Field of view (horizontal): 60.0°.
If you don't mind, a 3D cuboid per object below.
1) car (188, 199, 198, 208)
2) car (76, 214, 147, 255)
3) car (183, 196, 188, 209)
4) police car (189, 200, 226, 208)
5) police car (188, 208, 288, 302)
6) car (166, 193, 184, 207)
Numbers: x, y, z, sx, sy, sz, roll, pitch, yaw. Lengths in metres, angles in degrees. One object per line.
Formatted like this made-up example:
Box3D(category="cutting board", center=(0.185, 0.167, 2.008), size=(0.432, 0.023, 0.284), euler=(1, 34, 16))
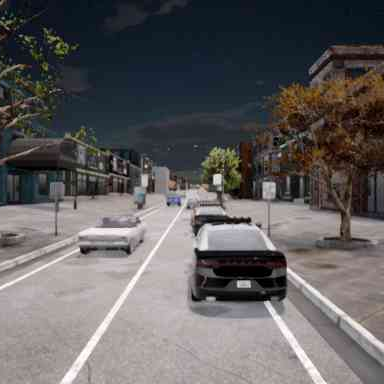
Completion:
Box3D(category="car", center=(0.985, 1.386, 24.341), size=(2.097, 1.767, 4.553), euler=(0, 0, 0))
Box3D(category="car", center=(-3.054, 1.619, 13.521), size=(1.895, 1.301, 4.718), euler=(0, 0, 0))
Box3D(category="car", center=(0.175, 1.605, 45.982), size=(2.033, 1.411, 5.357), euler=(0, 0, 0))
Box3D(category="police car", center=(0.964, 1.451, 18.481), size=(1.930, 1.638, 5.238), euler=(0, 0, 0))
Box3D(category="police car", center=(0.929, 1.436, 8.481), size=(1.930, 1.638, 5.238), euler=(0, 0, 0))
Box3D(category="car", center=(-2.902, 1.261, 53.691), size=(2.150, 2.045, 5.566), euler=(0, 0, 0))
